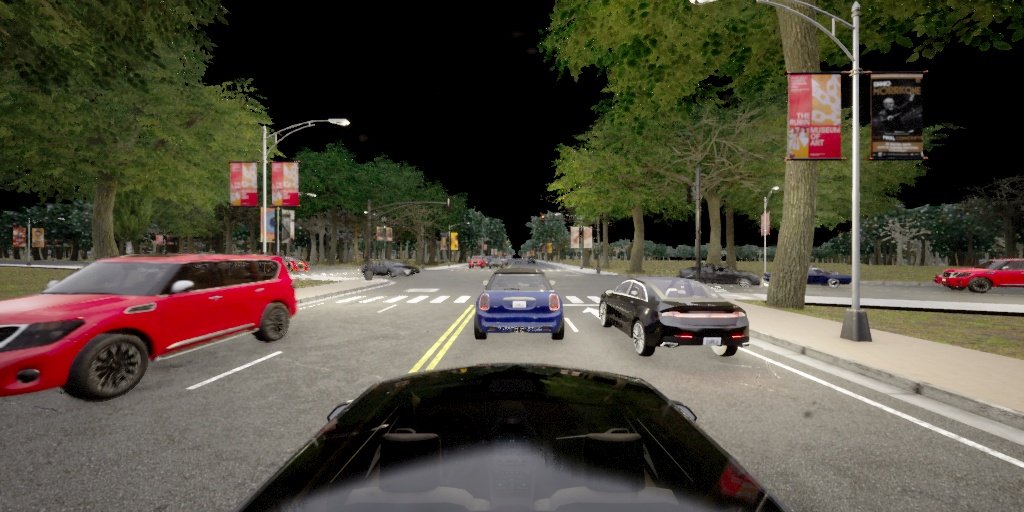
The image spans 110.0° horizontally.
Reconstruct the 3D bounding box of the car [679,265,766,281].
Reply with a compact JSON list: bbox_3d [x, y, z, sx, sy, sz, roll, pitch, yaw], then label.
[{"bbox_3d":[13.853,1.351,24.197,4.892,1.490,1.837,0,0,24],"label":"car"}]

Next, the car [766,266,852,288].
[{"bbox_3d":[20.393,1.478,25.058,4.718,1.301,1.895,0,0,24],"label":"car"}]

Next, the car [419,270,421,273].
[{"bbox_3d":[-11.719,1.242,35.598,5.357,1.411,2.033,0,0,24],"label":"car"}]

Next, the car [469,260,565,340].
[{"bbox_3d":[0.191,1.102,10.136,2.097,1.767,4.553,0,0,1],"label":"car"}]

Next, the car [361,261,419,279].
[{"bbox_3d":[-11.108,1.198,31.640,4.902,1.511,2.128,0,0,26],"label":"car"}]

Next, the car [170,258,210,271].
[{"bbox_3d":[-40.185,1.027,44.751,5.008,1.535,1.882,0,0,24],"label":"car"}]

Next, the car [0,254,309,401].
[{"bbox_3d":[-6.533,0.971,6.789,2.150,2.045,5.566,0,0,2],"label":"car"}]

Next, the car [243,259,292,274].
[{"bbox_3d":[-26.263,1.100,38.523,5.008,1.535,1.882,1,0,23],"label":"car"}]

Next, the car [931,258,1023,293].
[{"bbox_3d":[29.307,1.153,21.077,5.566,2.045,2.150,0,0,25],"label":"car"}]

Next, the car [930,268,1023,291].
[{"bbox_3d":[31.481,1.537,23.674,4.718,1.301,1.895,0,0,24],"label":"car"}]

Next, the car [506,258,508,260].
[{"bbox_3d":[-2.210,1.359,64.872,1.895,1.301,4.718,0,0,1],"label":"car"}]

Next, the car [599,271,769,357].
[{"bbox_3d":[3.428,1.241,8.548,2.128,1.511,4.902,0,0,0],"label":"car"}]

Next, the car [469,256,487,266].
[{"bbox_3d":[-5.630,0.978,57.948,2.150,2.045,5.566,0,0,1],"label":"car"}]

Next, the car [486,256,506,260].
[{"bbox_3d":[-2.401,1.108,55.881,2.097,1.767,4.553,0,0,1],"label":"car"}]

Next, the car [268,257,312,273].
[{"bbox_3d":[-25.982,0.969,41.961,4.553,1.767,2.097,0,0,24],"label":"car"}]

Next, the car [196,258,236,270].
[{"bbox_3d":[-39.737,1.037,48.121,4.902,1.511,2.128,0,0,24],"label":"car"}]
